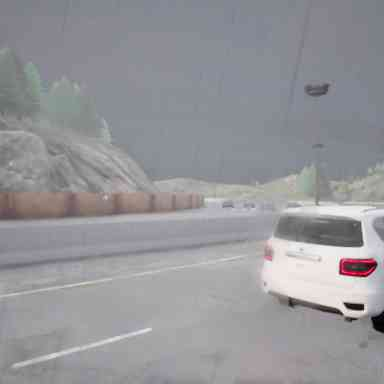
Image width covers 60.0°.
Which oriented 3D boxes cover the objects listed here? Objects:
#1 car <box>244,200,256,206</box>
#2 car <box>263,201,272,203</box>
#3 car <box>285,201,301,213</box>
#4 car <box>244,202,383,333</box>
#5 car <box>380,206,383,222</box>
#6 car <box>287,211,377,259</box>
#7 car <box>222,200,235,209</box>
[{"bbox_3d":[10.174,2.177,58.514,1.812,1.442,4.674,0,-1,12],"label":"car"},{"bbox_3d":[11.266,2.090,49.107,1.812,1.442,4.674,0,-1,19],"label":"car"},{"bbox_3d":[14.586,2.123,47.999,2.033,1.411,5.357,0,-1,19],"label":"car"},{"bbox_3d":[3.816,1.317,7.177,5.566,2.045,2.150,1,-1,-41],"label":"car"},{"bbox_3d":[18.746,2.035,31.132,1.895,1.301,4.718,0,-1,29],"label":"car"},{"bbox_3d":[6.144,1.688,14.254,1.837,1.490,4.892,0,-1,45],"label":"car"},{"bbox_3d":[6.401,2.125,57.599,1.837,1.490,4.892,0,-1,13],"label":"car"}]
